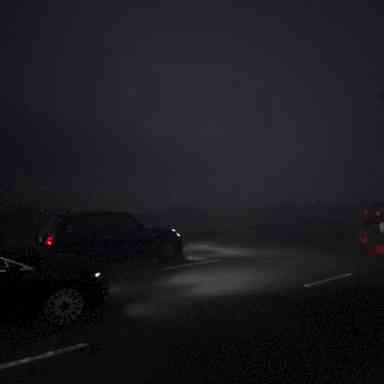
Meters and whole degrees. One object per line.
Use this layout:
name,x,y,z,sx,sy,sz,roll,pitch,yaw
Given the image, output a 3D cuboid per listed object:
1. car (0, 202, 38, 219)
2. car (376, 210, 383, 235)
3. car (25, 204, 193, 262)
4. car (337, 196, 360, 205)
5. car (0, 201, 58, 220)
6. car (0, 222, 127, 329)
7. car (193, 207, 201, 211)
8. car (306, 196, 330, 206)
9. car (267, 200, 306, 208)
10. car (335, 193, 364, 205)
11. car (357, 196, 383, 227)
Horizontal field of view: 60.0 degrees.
car,-13.337,1.527,24.574,4.674,1.442,1.812,0,0,-36
car,11.044,1.602,15.925,4.718,1.301,1.895,0,0,-36
car,-2.518,1.352,10.549,4.553,1.767,2.097,0,0,-36
car,19.516,1.529,39.104,4.674,1.442,1.812,0,0,-34
car,-14.375,1.548,28.133,5.357,1.411,2.033,0,0,-36
car,-3.812,1.491,5.326,4.902,1.511,2.128,0,0,-36
car,-1.171,1.565,24.650,4.181,1.385,1.994,0,0,-35
car,19.379,1.356,51.718,4.553,1.767,2.097,0,0,-34
car,10.323,1.566,37.073,4.181,1.385,1.994,0,0,-35
car,24.290,1.224,50.809,5.566,2.045,2.150,0,0,-34
car,13.219,1.354,21.766,4.553,1.767,2.097,0,0,-35
